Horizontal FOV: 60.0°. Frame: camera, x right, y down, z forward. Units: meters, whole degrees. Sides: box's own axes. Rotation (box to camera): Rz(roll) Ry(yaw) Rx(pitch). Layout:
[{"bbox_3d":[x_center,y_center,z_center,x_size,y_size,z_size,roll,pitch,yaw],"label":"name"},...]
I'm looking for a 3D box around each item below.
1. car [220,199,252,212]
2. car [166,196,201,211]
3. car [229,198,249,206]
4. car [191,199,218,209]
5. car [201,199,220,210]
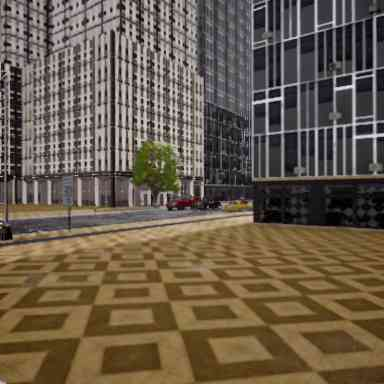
[{"bbox_3d":[5.631,1.668,40.116,1.752,1.417,4.829,0,0,35],"label":"car"},{"bbox_3d":[-1.367,1.485,44.732,2.192,1.841,5.009,0,-1,35],"label":"car"},{"bbox_3d":[8.329,1.807,58.805,1.802,1.307,4.206,0,0,35],"label":"car"},{"bbox_3d":[1.866,1.756,49.422,1.947,1.339,4.313,0,0,35],"label":"car"},{"bbox_3d":[2.198,1.676,45.287,1.837,1.490,4.892,0,-1,35],"label":"car"}]
